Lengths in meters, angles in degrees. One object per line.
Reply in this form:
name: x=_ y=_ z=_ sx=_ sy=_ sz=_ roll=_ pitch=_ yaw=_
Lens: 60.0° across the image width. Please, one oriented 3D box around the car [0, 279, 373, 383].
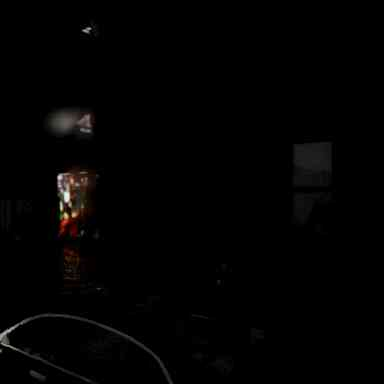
car: x=-0.693 y=1.571 z=3.161 sx=4.403 sy=1.369 sz=2.008 roll=-1 pitch=0 yaw=35
